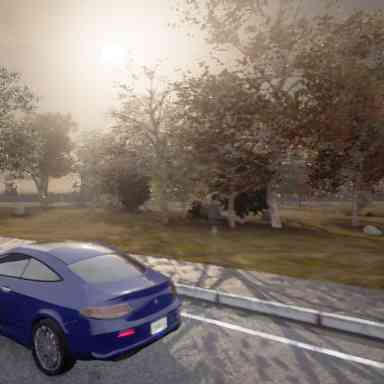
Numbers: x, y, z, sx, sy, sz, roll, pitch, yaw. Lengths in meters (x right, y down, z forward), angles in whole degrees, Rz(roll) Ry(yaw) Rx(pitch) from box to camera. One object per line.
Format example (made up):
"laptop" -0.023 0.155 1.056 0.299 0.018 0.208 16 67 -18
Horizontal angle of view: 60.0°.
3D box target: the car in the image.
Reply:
"car" -2.324 1.522 5.495 4.674 1.442 1.812 0 0 34
